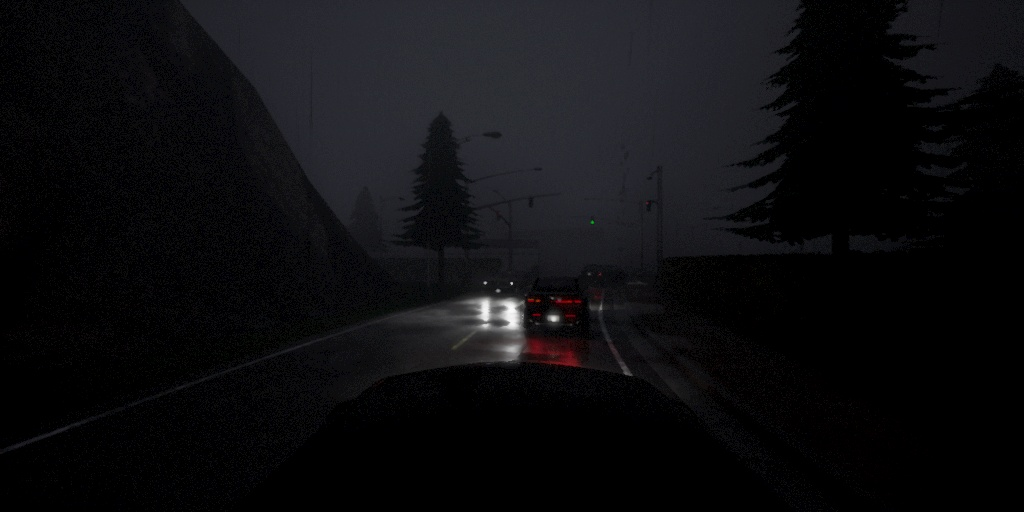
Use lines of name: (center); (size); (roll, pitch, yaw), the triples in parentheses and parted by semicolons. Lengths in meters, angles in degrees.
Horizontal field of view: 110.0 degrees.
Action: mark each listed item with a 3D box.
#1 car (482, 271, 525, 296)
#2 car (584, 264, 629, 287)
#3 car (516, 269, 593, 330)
car: (-0.147, 1.531, 20.888); (1.895, 1.301, 4.718); (0, -1, 15)
car: (7.138, 1.362, 27.603); (2.097, 1.767, 4.553); (0, 0, 45)
car: (1.517, 1.353, 11.577); (1.837, 1.490, 4.892); (0, 0, 11)
